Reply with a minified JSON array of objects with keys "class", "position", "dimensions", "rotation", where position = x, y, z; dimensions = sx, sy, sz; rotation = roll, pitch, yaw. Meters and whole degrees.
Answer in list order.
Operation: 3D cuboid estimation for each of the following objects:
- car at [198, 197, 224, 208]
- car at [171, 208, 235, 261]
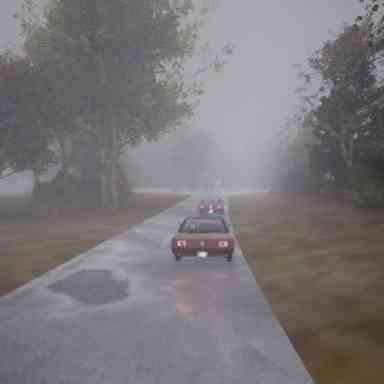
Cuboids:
[{"class":"car","position":[1.612,1.048,26.626],"dimensions":[1.895,1.301,4.718],"rotation":[0,2,6]},{"class":"car","position":[0.455,1.487,11.871],"dimensions":[1.895,1.301,4.718],"rotation":[0,1,4]}]
